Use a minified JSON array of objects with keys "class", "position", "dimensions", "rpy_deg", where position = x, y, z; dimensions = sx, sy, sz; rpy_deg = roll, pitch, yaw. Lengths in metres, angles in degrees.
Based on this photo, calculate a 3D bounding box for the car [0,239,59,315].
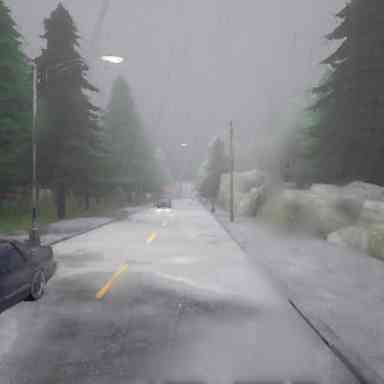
[{"class":"car","position":[-4.098,1.565,5.625],"dimensions":[2.033,1.411,5.357],"rpy_deg":[0,0,0]}]

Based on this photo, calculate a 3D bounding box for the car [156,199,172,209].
[{"class":"car","position":[-3.988,1.714,48.399],"dimensions":[1.994,1.385,4.181],"rpy_deg":[0,0,1]}]
